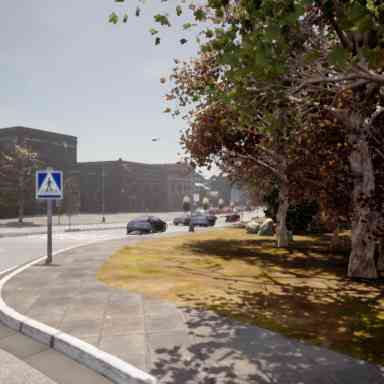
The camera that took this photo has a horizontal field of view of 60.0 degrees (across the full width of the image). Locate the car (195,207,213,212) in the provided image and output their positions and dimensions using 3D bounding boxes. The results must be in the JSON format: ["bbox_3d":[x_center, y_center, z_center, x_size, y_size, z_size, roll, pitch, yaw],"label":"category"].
[{"bbox_3d":[2.305,4.663,77.800,2.435,2.045,5.566,0,-2,20],"label":"car"}]

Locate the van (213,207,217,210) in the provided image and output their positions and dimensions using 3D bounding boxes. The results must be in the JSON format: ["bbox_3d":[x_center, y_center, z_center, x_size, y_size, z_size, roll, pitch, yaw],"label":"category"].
[{"bbox_3d":[4.136,4.884,82.937,1.878,1.987,4.442,0,-2,20],"label":"van"}]

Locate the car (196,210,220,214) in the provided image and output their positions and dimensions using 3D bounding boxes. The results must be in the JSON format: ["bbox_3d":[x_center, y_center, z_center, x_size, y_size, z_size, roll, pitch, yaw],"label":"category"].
[{"bbox_3d":[2.516,4.149,53.756,2.033,1.411,5.357,0,-2,19],"label":"car"}]

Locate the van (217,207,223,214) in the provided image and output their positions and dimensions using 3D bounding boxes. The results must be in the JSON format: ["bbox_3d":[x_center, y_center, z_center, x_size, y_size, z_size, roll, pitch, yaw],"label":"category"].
[{"bbox_3d":[5.999,5.079,88.158,1.878,1.987,4.442,0,-2,20],"label":"van"}]

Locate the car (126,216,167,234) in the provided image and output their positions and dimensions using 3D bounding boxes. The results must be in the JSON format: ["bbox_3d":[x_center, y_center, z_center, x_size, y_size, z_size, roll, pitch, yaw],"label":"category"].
[{"bbox_3d":[-3.485,2.577,26.470,1.994,1.385,4.181,0,-4,18],"label":"car"}]

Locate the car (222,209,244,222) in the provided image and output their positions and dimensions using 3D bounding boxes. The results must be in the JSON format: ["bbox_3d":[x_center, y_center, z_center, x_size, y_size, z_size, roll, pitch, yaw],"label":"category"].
[{"bbox_3d":[7.168,4.256,57.206,1.882,1.535,5.008,0,-2,19],"label":"car"}]

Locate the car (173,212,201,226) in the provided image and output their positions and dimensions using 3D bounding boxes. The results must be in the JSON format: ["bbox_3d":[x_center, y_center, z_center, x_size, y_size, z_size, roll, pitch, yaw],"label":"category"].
[{"bbox_3d":[-0.793,3.722,44.175,2.033,1.411,5.357,0,-3,20],"label":"car"}]

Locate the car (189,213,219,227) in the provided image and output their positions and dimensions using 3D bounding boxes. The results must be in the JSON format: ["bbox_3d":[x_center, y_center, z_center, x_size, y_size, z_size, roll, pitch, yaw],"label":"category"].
[{"bbox_3d":[1.584,3.624,41.248,1.994,1.385,4.181,0,-3,20],"label":"car"}]
